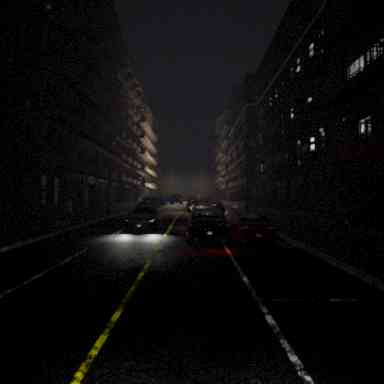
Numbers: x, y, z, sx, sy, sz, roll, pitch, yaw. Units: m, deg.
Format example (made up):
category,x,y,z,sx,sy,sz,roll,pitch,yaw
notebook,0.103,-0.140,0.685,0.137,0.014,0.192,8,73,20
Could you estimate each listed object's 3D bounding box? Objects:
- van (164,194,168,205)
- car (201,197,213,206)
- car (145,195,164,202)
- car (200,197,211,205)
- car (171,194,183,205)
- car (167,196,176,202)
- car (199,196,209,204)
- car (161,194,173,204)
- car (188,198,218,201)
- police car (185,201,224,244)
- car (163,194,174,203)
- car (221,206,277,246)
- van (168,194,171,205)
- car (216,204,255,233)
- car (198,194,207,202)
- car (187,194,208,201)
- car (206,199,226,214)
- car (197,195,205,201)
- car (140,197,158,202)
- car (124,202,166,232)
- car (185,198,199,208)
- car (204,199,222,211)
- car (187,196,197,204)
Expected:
category,x,y,z,sx,sy,sz,roll,pitch,yaw
van,-5.291,1.419,53.893,1.690,1.788,3.998,2,0,0
car,2.584,1.640,59.363,1.887,1.381,4.507,1,0,0
car,-5.290,1.367,42.834,2.192,1.841,5.009,2,0,0
car,2.584,1.658,64.893,1.887,1.381,4.507,1,0,0
car,-2.785,1.318,61.017,2.150,2.045,5.566,0,0,1
car,-5.298,1.767,87.077,1.947,1.339,4.313,1,0,0
car,2.594,1.574,70.425,1.967,1.590,4.097,1,0,0
car,-5.291,1.449,70.485,2.192,1.841,5.009,1,0,0
car,0.825,1.475,25.978,1.801,1.575,5.366,0,0,0
police car,0.709,1.433,15.892,1.930,1.638,5.238,0,0,0
car,-5.291,1.470,76.015,2.192,1.841,5.009,1,0,0
car,2.584,1.552,15.117,1.887,1.381,4.507,1,0,0
van,-5.292,1.437,59.425,1.690,1.788,3.998,1,0,0
car,2.585,1.538,20.819,1.752,1.417,4.829,1,0,0
car,2.555,1.491,81.487,2.192,1.841,5.009,1,0,0
car,0.824,1.381,31.759,2.097,1.767,4.553,0,0,0
car,2.584,1.585,37.239,1.887,1.381,4.507,1,0,0
car,2.551,1.667,92.550,1.967,1.590,4.097,1,0,0
car,-5.296,1.566,37.132,1.752,1.417,4.829,2,0,0
car,-2.849,1.538,20.185,1.812,1.442,4.674,0,0,0
car,0.000,1.619,51.504,2.033,1.411,5.357,0,0,0
car,2.584,1.602,42.771,2.008,1.369,4.403,1,0,0
car,0.000,1.611,66.510,1.837,1.490,4.892,0,0,0
